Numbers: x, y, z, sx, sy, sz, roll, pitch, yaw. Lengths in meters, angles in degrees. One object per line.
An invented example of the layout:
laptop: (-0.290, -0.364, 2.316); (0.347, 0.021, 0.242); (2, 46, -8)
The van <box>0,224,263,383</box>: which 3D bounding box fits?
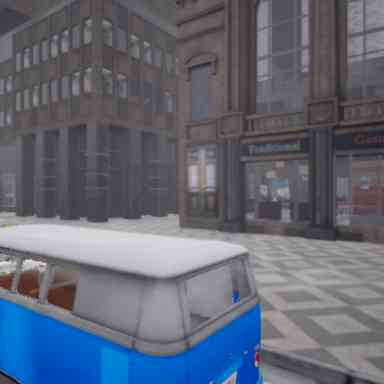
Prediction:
van: (-1.206, 1.339, 3.824); (3.998, 1.788, 1.690); (0, 0, 36)
